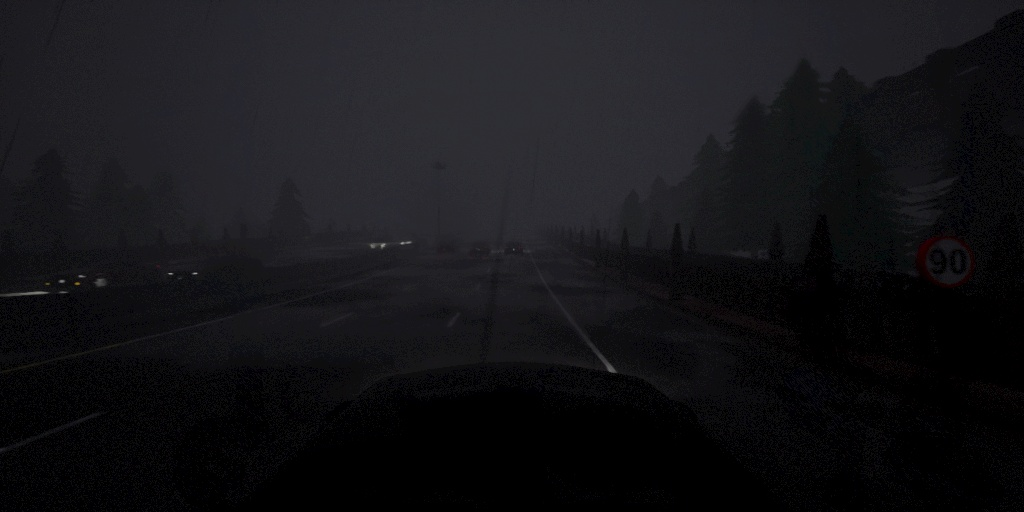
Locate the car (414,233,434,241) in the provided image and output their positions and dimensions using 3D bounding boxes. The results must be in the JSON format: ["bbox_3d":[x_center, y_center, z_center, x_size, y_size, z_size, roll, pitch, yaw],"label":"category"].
[{"bbox_3d":[-13.752,-2.945,57.584,1.812,1.442,4.674,0,6,1],"label":"car"}]

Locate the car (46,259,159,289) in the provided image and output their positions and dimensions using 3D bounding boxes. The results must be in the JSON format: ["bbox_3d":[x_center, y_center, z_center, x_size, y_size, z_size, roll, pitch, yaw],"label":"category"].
[{"bbox_3d":[-21.019,0.863,18.725,1.994,1.385,4.181,0,4,1],"label":"car"}]

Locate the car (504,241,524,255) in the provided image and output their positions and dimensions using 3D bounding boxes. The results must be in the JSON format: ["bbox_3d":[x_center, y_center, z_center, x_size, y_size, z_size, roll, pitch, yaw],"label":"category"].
[{"bbox_3d":[0.213,-0.891,37.643,1.994,1.385,4.181,0,6,1],"label":"car"}]

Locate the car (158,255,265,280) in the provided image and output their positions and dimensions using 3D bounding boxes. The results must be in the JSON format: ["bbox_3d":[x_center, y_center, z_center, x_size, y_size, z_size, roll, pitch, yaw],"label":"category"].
[{"bbox_3d":[-17.488,0.646,21.609,2.033,1.411,5.357,0,4,1],"label":"car"}]

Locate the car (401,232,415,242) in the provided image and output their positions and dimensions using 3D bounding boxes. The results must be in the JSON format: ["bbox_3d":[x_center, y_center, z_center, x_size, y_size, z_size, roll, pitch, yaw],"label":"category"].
[{"bbox_3d":[-17.216,-3.281,60.598,2.128,1.511,4.902,0,6,1],"label":"car"}]

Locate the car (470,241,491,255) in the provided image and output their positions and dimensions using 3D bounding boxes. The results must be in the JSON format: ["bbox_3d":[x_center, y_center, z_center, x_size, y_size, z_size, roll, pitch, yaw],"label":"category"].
[{"bbox_3d":[-3.286,-0.888,37.651,1.994,1.385,4.181,0,6,1],"label":"car"}]

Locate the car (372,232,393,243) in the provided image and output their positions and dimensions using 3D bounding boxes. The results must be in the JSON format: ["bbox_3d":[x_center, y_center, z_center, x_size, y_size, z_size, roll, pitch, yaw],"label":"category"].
[{"bbox_3d":[-20.739,-2.984,57.548,1.882,1.535,5.008,0,6,1],"label":"car"}]

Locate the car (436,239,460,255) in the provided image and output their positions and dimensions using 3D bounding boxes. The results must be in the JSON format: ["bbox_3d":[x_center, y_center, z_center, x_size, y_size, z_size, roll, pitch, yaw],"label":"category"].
[{"bbox_3d":[-6.776,-1.060,38.502,1.882,1.535,5.008,0,6,1],"label":"car"}]
